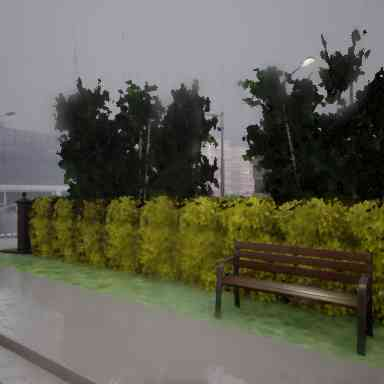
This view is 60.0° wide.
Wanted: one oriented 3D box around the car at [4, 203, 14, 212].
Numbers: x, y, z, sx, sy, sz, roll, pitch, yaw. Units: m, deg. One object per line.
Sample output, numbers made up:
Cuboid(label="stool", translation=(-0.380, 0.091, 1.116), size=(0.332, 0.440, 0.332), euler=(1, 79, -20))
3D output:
Cuboid(label="car", translation=(-18.874, 1.479, 38.046), size=(1.812, 1.442, 4.674), euler=(0, 0, 35))

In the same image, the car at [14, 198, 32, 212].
Cuboid(label="car", translation=(-16.119, 1.553, 35.897), size=(1.895, 1.301, 4.718), euler=(0, 0, 36))

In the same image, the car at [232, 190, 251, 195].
Cuboid(label="car", translation=(11.580, 0.259, 75.163), size=(1.882, 1.535, 5.008), euler=(0, 0, 35))

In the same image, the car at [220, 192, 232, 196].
Cuboid(label="car", translation=(8.125, 0.748, 76.333), size=(1.895, 1.301, 4.718), euler=(0, 0, 35))
